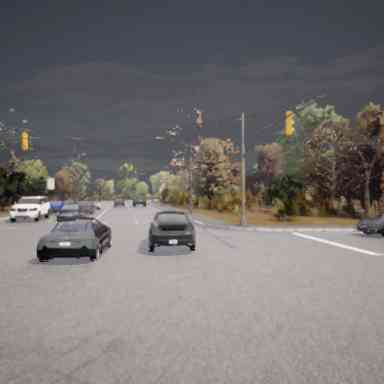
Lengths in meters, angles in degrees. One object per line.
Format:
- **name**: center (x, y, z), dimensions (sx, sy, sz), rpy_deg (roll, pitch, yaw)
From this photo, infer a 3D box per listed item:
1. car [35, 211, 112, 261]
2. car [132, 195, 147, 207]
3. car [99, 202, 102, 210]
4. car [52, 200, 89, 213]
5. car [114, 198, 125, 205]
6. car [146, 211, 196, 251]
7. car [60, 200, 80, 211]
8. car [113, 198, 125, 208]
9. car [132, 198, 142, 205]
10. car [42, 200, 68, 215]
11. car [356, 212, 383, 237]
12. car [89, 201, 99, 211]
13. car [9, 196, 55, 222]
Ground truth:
- **car**: center (-4.256, 1.644, 12.621), dimensions (1.994, 1.385, 4.181), rpy_deg (0, 0, -5)
- **car**: center (-9.305, 1.637, 59.122), dimensions (2.150, 2.045, 5.566), rpy_deg (0, -1, -12)
- **car**: center (-14.000, 1.919, 47.481), dimensions (1.895, 1.301, 4.718), rpy_deg (0, -1, -12)
- **car**: center (-10.228, 1.708, 28.384), dimensions (1.812, 1.442, 4.674), rpy_deg (0, 0, -10)
- **car**: center (-14.860, 1.948, 68.558), dimensions (2.128, 1.511, 4.902), rpy_deg (0, -1, -11)
- **car**: center (-0.935, 1.587, 14.559), dimensions (1.837, 1.490, 4.892), rpy_deg (0, 0, -6)
- **car**: center (-17.870, 1.890, 48.865), dimensions (2.033, 1.411, 5.357), rpy_deg (0, -1, -12)
- **car**: center (-12.722, 1.924, 58.366), dimensions (1.837, 1.490, 4.892), rpy_deg (0, -1, -12)
- **car**: center (-11.433, 1.919, 69.266), dimensions (1.837, 1.490, 4.892), rpy_deg (0, -1, -11)
- **car**: center (-15.718, 1.732, 38.532), dimensions (1.882, 1.535, 5.008), rpy_deg (0, 0, -11)
- **car**: center (11.676, 1.732, 18.570), dimensions (4.892, 1.490, 1.837), rpy_deg (1, -1, -9)
- **car**: center (-11.944, 1.743, 37.478), dimensions (1.837, 1.490, 4.892), rpy_deg (0, 0, -11)
- **car**: center (-13.863, 1.415, 28.830), dimensions (2.150, 2.045, 5.566), rpy_deg (0, 0, -11)
